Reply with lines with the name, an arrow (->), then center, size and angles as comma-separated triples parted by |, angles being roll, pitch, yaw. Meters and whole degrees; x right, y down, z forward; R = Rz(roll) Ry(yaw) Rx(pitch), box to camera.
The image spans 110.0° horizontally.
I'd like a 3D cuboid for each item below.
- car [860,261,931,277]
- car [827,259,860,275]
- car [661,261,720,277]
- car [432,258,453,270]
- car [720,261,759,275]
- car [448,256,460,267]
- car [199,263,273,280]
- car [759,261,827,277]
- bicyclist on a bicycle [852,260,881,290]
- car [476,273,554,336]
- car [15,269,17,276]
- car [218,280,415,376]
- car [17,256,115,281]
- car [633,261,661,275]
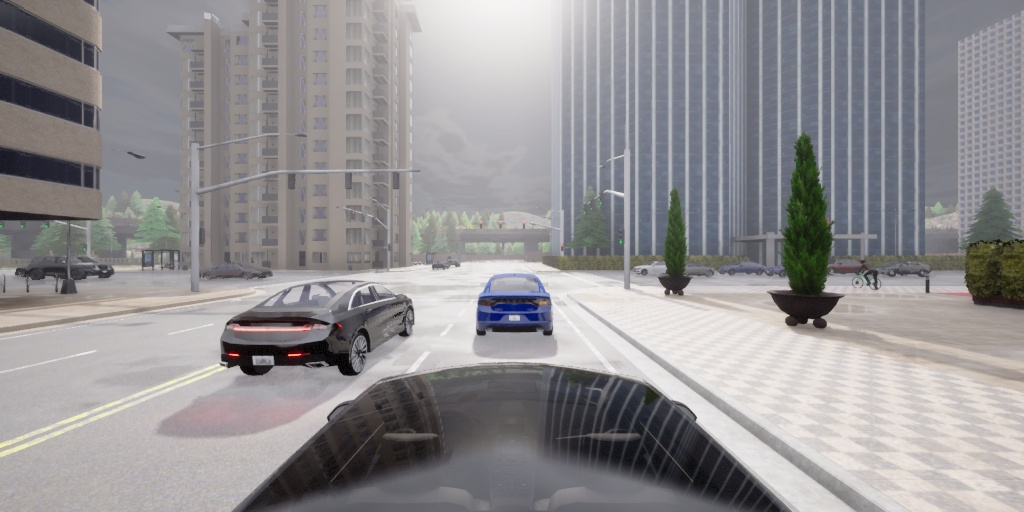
car -> 37.234, 1.242, 34.538 | 4.902, 1.511, 2.128 | 0, 0, 0
car -> 34.359, 1.102, 38.014 | 4.553, 1.767, 2.097 | 0, 0, 0
car -> 16.994, 1.314, 34.343 | 4.181, 1.385, 1.994 | 0, 0, -1
car -> -10.621, 1.351, 53.575 | 1.895, 1.301, 4.718 | 0, 0, 0
car -> 24.274, 1.276, 37.917 | 4.674, 1.442, 1.812 | 0, 0, 0
car -> -10.588, 0.972, 64.250 | 2.150, 2.045, 5.566 | 0, 0, 0
car -> -23.282, 1.298, 30.215 | 5.357, 1.411, 2.033 | 0, 0, -1
car -> 26.913, 1.276, 34.440 | 4.674, 1.442, 1.812 | 0, 0, 0
bicyclist on a bicycle -> 19.632, 1.051, 19.886 | 0.582, 1.620, 1.656 | 0, 0, -1
car -> 0.071, 1.228, 10.455 | 1.882, 1.535, 5.008 | 0, 0, 0
car -> -43.384, 1.102, 33.694 | 4.553, 1.767, 2.097 | 0, 0, -1
car -> -3.446, 1.242, 7.416 | 2.128, 1.511, 4.902 | 0, 0, 0
car -> -36.990, 0.974, 30.079 | 5.566, 2.045, 2.150 | 0, 0, -1
car -> 15.191, 1.276, 37.824 | 4.674, 1.442, 1.812 | 0, 0, -1
